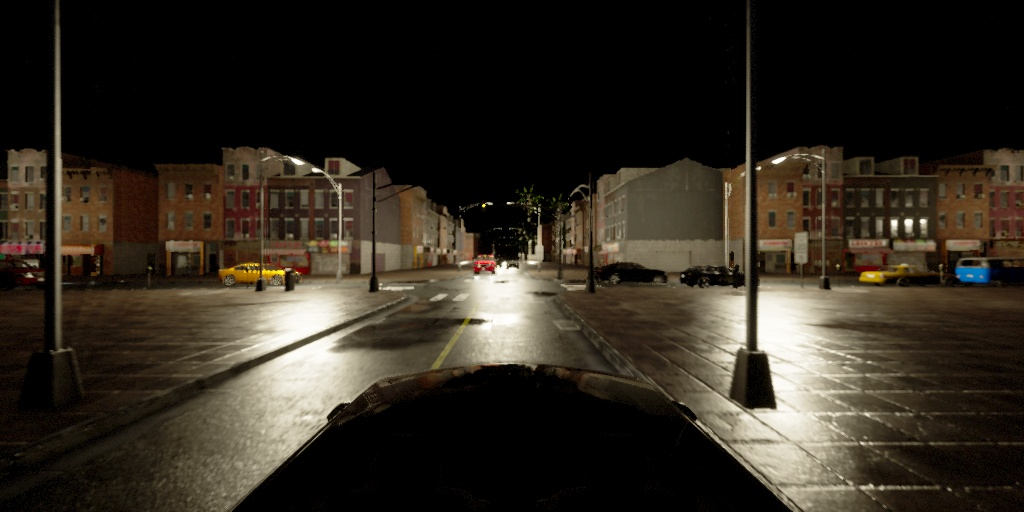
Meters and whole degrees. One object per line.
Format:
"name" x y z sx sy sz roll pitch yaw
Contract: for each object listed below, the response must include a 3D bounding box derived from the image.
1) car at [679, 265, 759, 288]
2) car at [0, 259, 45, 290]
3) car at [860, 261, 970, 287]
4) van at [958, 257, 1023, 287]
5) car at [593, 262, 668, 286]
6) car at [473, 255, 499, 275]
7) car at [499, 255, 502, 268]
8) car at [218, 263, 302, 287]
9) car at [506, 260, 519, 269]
"car" 12.355 1.230 21.551 4.313 1.339 1.948 0 0 0
"car" -30.881 1.117 21.590 5.009 1.841 2.192 0 0 0
"car" 23.845 1.158 21.532 4.829 1.417 1.751 0 0 0
"van" 29.335 0.958 21.522 3.998 1.789 1.690 0 0 0
"car" 8.013 1.158 24.365 5.008 1.535 1.882 0 -1 -5
"car" -2.832 0.916 38.292 2.150 2.045 5.566 0 0 0
"car" -2.750 0.896 58.500 2.150 2.045 5.566 0 0 0
"car" -16.854 1.235 24.117 5.008 1.535 1.882 0 0 0
"car" 0.104 1.277 54.632 1.895 1.301 4.718 0 0 0
